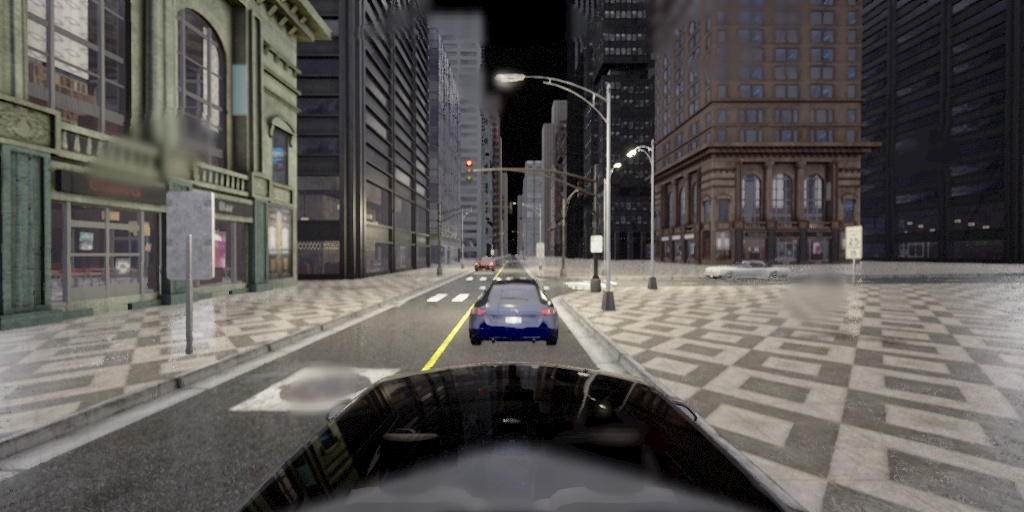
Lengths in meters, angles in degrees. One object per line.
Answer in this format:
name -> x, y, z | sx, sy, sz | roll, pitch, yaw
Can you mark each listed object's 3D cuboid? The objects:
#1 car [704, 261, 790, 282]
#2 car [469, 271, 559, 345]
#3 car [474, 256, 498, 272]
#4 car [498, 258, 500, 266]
car -> 15.550, 0.997, 23.953 | 4.718, 1.301, 1.895 | -1, 0, 0
car -> 0.063, 1.261, 9.311 | 1.994, 1.385, 4.181 | 0, 0, 1
car -> -2.966, 0.840, 40.067 | 2.097, 1.767, 4.553 | 0, 0, 0
car -> -2.872, 0.916, 58.227 | 2.033, 1.411, 5.357 | 0, 0, 1
